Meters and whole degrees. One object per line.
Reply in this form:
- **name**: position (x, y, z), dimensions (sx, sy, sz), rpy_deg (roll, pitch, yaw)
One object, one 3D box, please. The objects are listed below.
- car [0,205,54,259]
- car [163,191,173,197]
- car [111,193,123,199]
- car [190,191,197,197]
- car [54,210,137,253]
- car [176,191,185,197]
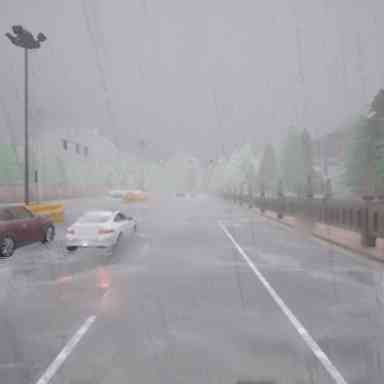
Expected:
- **car**: position (-6.925, 1.244, 12.341), dimensions (2.097, 1.767, 4.553), rpy_deg (0, 1, 1)
- **car**: position (-6.540, 0.484, 87.674), dimensions (2.097, 1.767, 4.553), rpy_deg (0, 1, 0)
- **car**: position (-17.107, 0.807, 75.977), dimensions (1.994, 1.385, 4.181), rpy_deg (0, 1, 0)
- **car**: position (0.457, 0.671, 87.249), dimensions (2.033, 1.411, 5.357), rpy_deg (0, 1, 0)
- **car**: position (-3.413, 1.411, 13.053), dimensions (1.812, 1.442, 4.674), rpy_deg (0, 1, 1)
- **car**: position (-3.041, 0.483, 87.621), dimensions (2.097, 1.767, 4.553), rpy_deg (0, 1, 0)
